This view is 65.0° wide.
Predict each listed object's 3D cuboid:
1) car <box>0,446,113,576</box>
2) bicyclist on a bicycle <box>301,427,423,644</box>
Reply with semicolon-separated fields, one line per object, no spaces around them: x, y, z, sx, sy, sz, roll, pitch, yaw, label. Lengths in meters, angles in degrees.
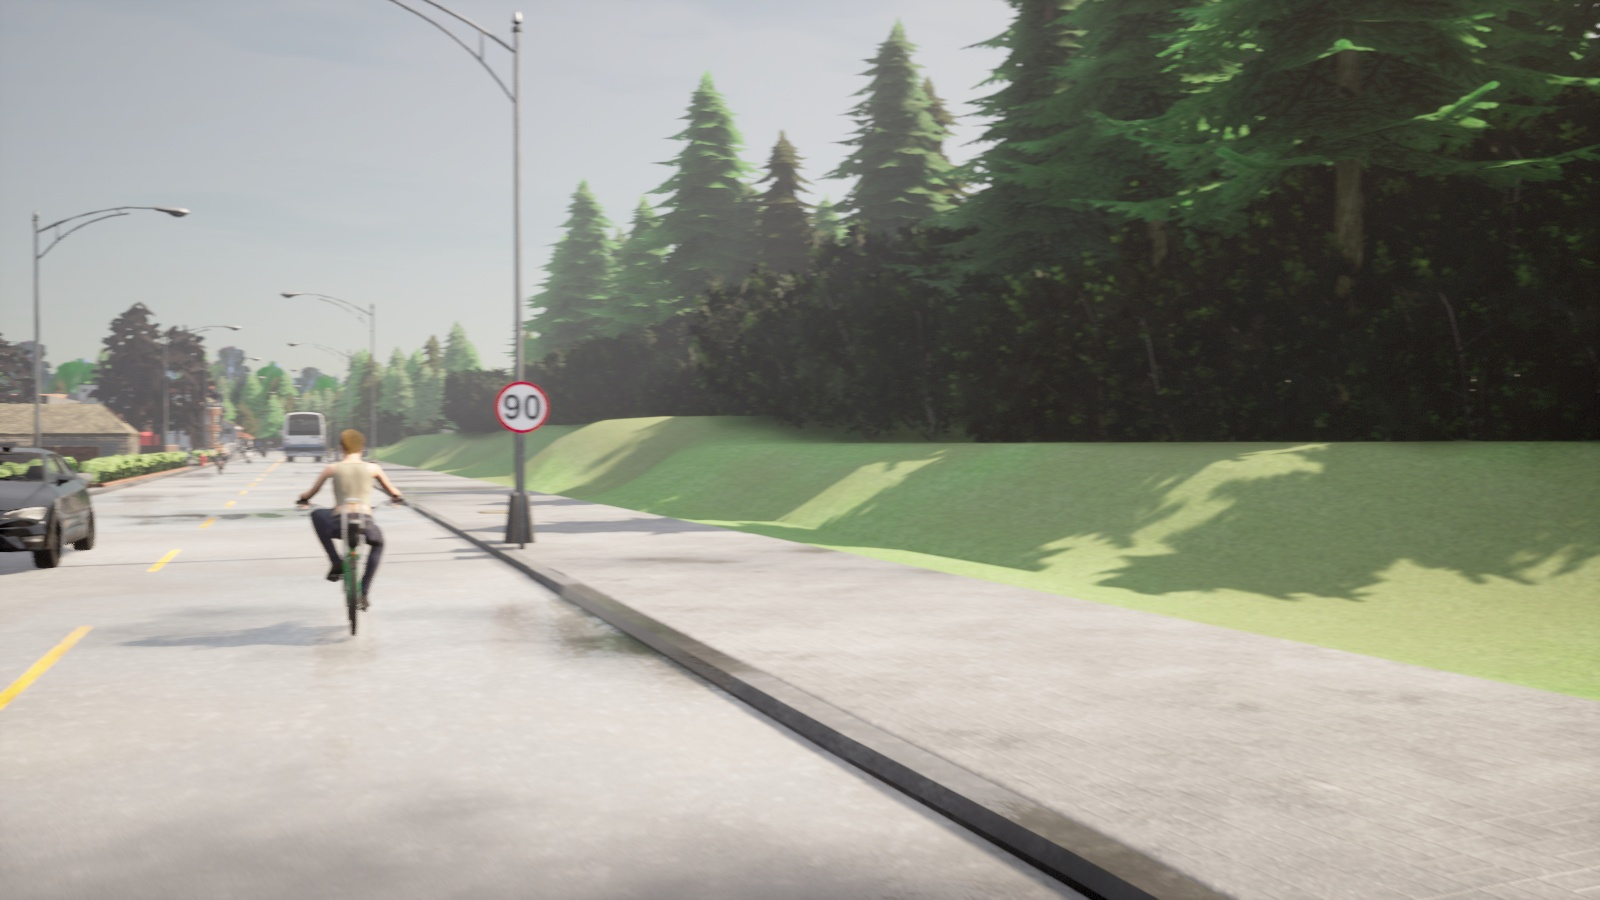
-10.152;0.692;16.113;1.816;1.474;4.193;0;0;-21;car
-3.566;0.632;10.183;0.866;1.612;1.509;0;0;-21;bicyclist on a bicycle
